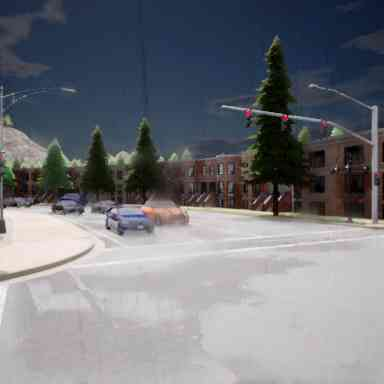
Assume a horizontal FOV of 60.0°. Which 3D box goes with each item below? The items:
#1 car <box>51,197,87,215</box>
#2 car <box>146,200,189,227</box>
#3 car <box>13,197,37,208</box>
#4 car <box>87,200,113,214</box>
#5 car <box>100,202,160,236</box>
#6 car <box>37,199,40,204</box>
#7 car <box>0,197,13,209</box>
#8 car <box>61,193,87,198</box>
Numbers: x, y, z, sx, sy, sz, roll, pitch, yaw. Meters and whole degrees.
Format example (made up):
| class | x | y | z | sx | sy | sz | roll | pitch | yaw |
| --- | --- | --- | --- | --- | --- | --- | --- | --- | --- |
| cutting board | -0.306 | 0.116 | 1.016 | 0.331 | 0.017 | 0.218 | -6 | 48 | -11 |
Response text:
| class | x | y | z | sx | sy | sz | roll | pitch | yaw |
| --- | --- | --- | --- | --- | --- | --- | --- | --- | --- |
| car | -12.646 | 1.546 | 33.667 | 2.033 | 1.411 | 5.357 | 0 | 0 | -40 |
| car | -1.998 | 1.350 | 23.135 | 2.097 | 1.767 | 4.553 | 0 | 0 | -29 |
| car | -25.041 | 1.494 | 47.417 | 4.902 | 1.511 | 2.128 | 0 | 0 | 25 |
| car | -8.732 | 1.560 | 34.100 | 1.994 | 1.385 | 4.181 | 0 | 0 | -38 |
| car | -3.661 | 1.524 | 18.917 | 1.812 | 1.442 | 4.674 | 0 | 0 | -27 |
| car | -28.415 | 1.546 | 56.159 | 5.357 | 1.411 | 2.033 | 0 | 0 | 15 |
| car | -26.697 | 1.542 | 44.338 | 4.892 | 1.490 | 1.837 | 0 | 0 | 24 |
| car | -18.855 | 1.219 | 51.988 | 5.566 | 2.045 | 2.150 | 0 | 0 | 29 |
